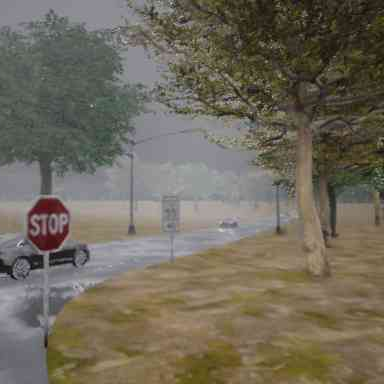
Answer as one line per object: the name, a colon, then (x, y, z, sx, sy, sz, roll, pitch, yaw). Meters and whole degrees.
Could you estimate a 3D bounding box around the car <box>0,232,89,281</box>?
car: (-5.909, 2.261, 12.511, 2.128, 1.511, 4.902, -2, -5, 21)

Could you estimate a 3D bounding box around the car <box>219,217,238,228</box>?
car: (5.783, 4.755, 52.534, 2.097, 1.767, 4.553, -2, -4, 21)
